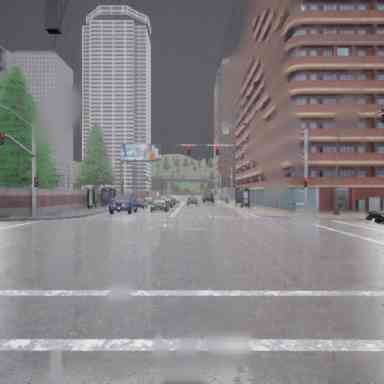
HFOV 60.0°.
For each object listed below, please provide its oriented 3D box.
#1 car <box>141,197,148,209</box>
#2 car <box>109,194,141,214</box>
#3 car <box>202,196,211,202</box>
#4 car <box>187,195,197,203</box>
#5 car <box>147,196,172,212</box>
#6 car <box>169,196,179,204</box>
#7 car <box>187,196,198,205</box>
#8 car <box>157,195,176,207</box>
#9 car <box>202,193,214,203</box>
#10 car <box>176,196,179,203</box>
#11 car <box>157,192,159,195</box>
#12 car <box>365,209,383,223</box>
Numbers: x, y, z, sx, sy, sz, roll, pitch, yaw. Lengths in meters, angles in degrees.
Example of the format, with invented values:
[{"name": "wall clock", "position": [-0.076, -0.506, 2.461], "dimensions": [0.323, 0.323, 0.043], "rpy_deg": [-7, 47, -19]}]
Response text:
[{"name": "car", "position": [-7.163, 1.547, 45.437], "dimensions": [2.033, 1.411, 5.357], "rpy_deg": [0, 0, 0]}, {"name": "car", "position": [-7.150, 1.222, 35.187], "dimensions": [2.150, 2.045, 5.566], "rpy_deg": [0, 0, 0]}, {"name": "car", "position": [3.391, 1.576, 78.236], "dimensions": [1.895, 1.301, 4.718], "rpy_deg": [0, 0, 0]}, {"name": "car", "position": [0.003, 1.477, 69.905], "dimensions": [1.882, 1.535, 5.008], "rpy_deg": [0, 0, 0]}, {"name": "car", "position": [-3.651, 1.526, 38.247], "dimensions": [1.812, 1.442, 4.674], "rpy_deg": [0, 0, 0]}, {"name": "car", "position": [-3.615, 1.526, 67.010], "dimensions": [1.812, 1.442, 4.674], "rpy_deg": [0, 0, 0]}, {"name": "car", "position": [0.021, 1.547, 59.270], "dimensions": [2.033, 1.411, 5.357], "rpy_deg": [0, 0, -1]}, {"name": "car", "position": [-3.658, 1.526, 47.343], "dimensions": [1.812, 1.442, 4.674], "rpy_deg": [0, 0, 0]}, {"name": "car", "position": [3.405, 1.221, 68.668], "dimensions": [2.150, 2.045, 5.566], "rpy_deg": [0, 0, 0]}, {"name": "car", "position": [-3.663, 1.547, 57.054], "dimensions": [2.033, 1.411, 5.357], "rpy_deg": [0, 0, 0]}, {"name": "car", "position": [-7.134, 1.352, 64.775], "dimensions": [2.097, 1.767, 4.553], "rpy_deg": [0, 0, 0]}, {"name": "car", "position": [15.000, 1.492, 23.239], "dimensions": [5.357, 1.411, 2.033], "rpy_deg": [0, 0, -12]}]
